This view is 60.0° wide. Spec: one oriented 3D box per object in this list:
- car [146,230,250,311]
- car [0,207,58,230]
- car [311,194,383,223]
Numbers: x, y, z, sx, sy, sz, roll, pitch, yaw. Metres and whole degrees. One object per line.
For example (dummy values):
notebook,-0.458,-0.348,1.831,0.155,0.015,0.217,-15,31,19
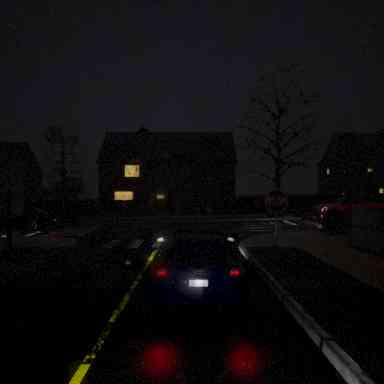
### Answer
car,0.092,1.564,7.826,1.994,1.385,4.181,0,0,-1
car,-11.310,1.725,21.889,4.674,1.442,1.812,-1,1,0
car,10.301,1.042,21.943,4.553,1.767,2.097,-1,1,0
